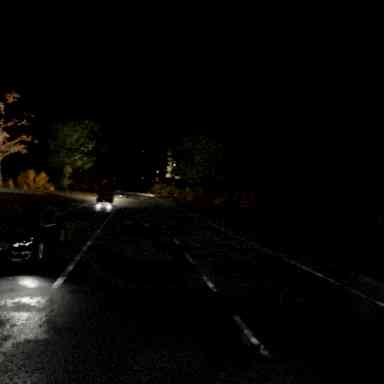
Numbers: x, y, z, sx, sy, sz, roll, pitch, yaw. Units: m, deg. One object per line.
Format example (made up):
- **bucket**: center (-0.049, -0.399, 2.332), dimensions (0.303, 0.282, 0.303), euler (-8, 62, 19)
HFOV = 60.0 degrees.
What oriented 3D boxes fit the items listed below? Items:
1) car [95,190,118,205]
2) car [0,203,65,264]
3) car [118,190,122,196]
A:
- **car**: center (-10.724, 0.748, 41.251), dimensions (1.994, 1.385, 4.181), euler (3, 2, -10)
- **car**: center (-5.244, 1.159, 10.370), dimensions (1.837, 1.490, 4.892), euler (3, 0, -10)
- **car**: center (-18.246, 0.172, 82.799), dimensions (2.033, 1.411, 5.357), euler (3, 0, -11)
